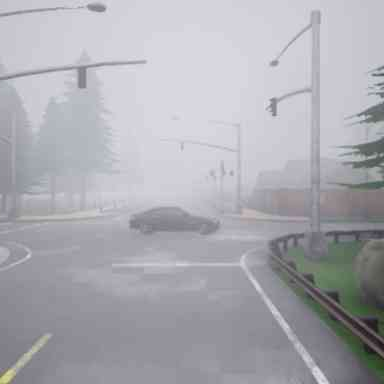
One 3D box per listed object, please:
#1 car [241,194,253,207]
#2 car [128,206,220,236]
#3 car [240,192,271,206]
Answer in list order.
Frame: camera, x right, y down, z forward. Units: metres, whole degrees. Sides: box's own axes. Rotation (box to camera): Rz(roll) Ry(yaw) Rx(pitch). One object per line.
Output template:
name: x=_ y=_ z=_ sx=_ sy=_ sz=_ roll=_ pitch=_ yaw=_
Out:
car: x=8.862 y=0.947 z=41.955 sx=4.605 sy=1.855 sz=1.932 roll=0 pitch=0 yaw=-1
car: x=-0.887 y=1.432 z=17.078 sx=4.674 sy=1.442 sz=1.812 roll=0 pitch=0 yaw=1
car: x=8.448 y=0.937 z=44.466 sx=3.866 sy=1.878 sz=1.905 roll=0 pitch=0 yaw=-1
